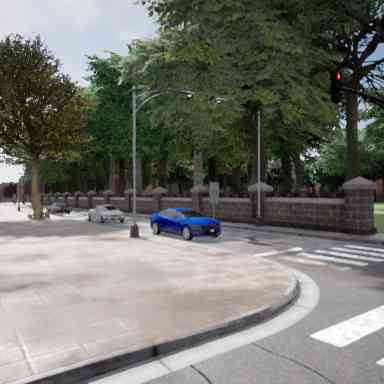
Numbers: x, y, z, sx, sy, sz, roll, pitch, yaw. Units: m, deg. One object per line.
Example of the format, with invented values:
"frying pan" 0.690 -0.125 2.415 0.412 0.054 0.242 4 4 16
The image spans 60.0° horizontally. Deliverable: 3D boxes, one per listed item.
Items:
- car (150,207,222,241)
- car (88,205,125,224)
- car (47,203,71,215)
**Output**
"car" -0.471 1.611 18.034 1.882 1.535 5.008 0 0 -36
"car" -7.148 1.773 27.396 1.812 1.442 4.674 0 0 -35
"car" -15.924 1.985 39.752 1.994 1.385 4.181 0 -1 -35
